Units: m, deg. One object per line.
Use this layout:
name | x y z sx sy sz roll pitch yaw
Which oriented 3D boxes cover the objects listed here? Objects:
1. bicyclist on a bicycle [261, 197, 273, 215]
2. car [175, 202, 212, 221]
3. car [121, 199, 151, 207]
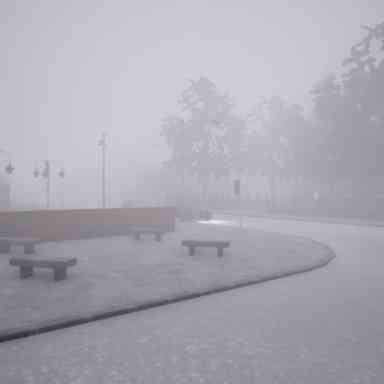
bicyclist on a bicycle | 7.137 1.334 31.531 1.656 1.620 0.582 0 0 -36
car | -0.202 1.554 27.368 1.994 1.385 4.181 0 0 -35
car | -5.976 1.494 35.500 1.837 1.490 4.892 0 0 -35
